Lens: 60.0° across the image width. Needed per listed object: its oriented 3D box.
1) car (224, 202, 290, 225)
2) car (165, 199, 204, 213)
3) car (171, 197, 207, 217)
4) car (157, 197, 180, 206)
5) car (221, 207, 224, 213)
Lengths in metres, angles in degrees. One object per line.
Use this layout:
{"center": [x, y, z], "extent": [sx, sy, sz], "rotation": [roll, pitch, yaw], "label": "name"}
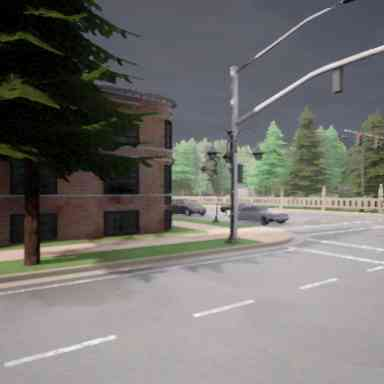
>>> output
{"center": [4.746, 1.594, 24.094], "extent": [1.895, 1.301, 4.718], "rotation": [0, 0, -34], "label": "car"}
{"center": [-0.973, 1.534, 38.741], "extent": [2.033, 1.411, 5.357], "rotation": [0, 0, -34], "label": "car"}
{"center": [-0.498, 1.494, 31.795], "extent": [1.837, 1.490, 4.892], "rotation": [0, 0, -34], "label": "car"}
{"center": [-4.034, 1.544, 55.919], "extent": [1.994, 1.385, 4.181], "rotation": [0, 0, -34], "label": "car"}
{"center": [4.789, 1.592, 30.244], "extent": [1.895, 1.301, 4.718], "rotation": [0, 0, -34], "label": "car"}
